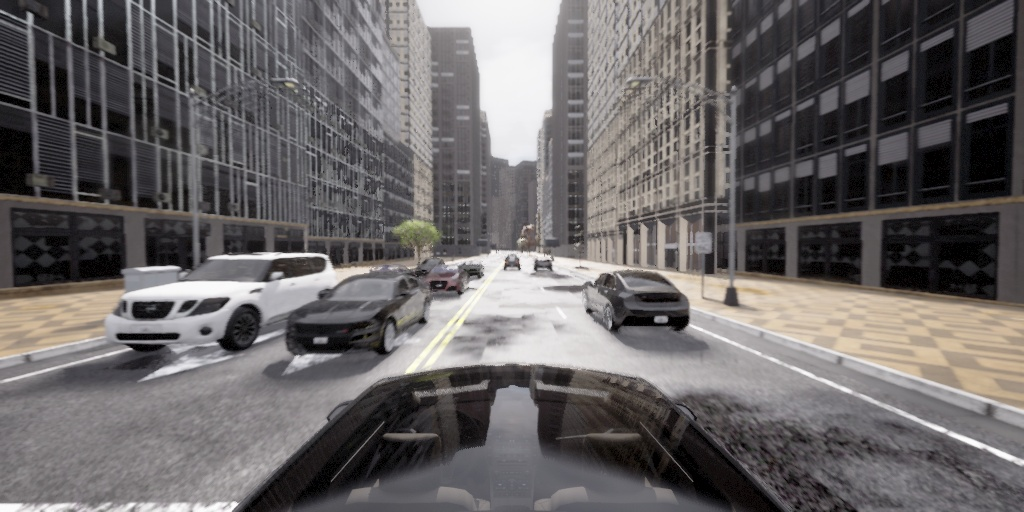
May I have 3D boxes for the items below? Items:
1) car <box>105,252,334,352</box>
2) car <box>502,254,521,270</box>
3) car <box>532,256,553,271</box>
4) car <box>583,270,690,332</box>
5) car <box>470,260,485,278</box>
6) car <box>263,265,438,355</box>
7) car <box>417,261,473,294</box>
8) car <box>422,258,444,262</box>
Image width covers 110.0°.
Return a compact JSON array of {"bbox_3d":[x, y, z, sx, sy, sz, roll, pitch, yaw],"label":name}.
[{"bbox_3d":[-6.594,0.927,9.218,2.150,2.045,5.566,0,1,0],"label":"car"},{"bbox_3d":[0.009,0.785,40.452,1.812,1.442,4.674,0,1,0],"label":"car"},{"bbox_3d":[3.261,0.766,38.323,2.128,1.511,4.902,0,1,0],"label":"car"},{"bbox_3d":[3.348,1.150,10.465,1.837,1.490,4.892,0,1,0],"label":"car"},{"bbox_3d":[-3.246,1.034,28.646,1.895,1.301,4.718,0,1,0],"label":"car"},{"bbox_3d":[-3.343,1.174,8.768,1.882,1.535,5.008,0,1,0],"label":"car"},{"bbox_3d":[-3.331,1.134,18.354,1.994,1.385,4.181,0,1,0],"label":"car"},{"bbox_3d":[-6.496,0.942,29.367,1.837,1.490,4.892,0,1,0],"label":"car"}]
